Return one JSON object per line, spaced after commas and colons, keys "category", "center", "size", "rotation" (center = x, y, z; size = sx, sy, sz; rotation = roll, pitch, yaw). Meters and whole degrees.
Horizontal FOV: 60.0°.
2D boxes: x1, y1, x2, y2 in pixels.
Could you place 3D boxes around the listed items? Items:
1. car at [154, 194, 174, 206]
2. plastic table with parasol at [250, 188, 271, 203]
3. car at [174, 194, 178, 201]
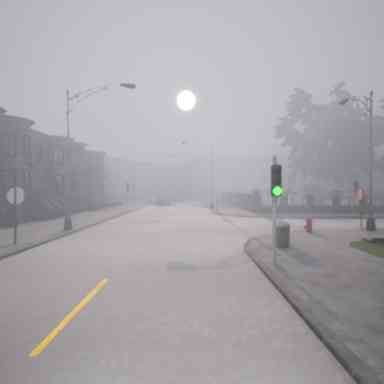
{"category": "car", "center": [-4.106, 1.045, 46.750], "size": [2.097, 1.767, 4.553], "rotation": [0, 0, 0]}
{"category": "plastic table with parasol", "center": [11.661, 0.582, 56.650], "size": [2.482, 2.480, 2.482], "rotation": [2, -1, -40]}
{"category": "car", "center": [-3.972, 1.090, 63.828], "size": [1.837, 1.490, 4.892], "rotation": [-1, 0, 9]}
